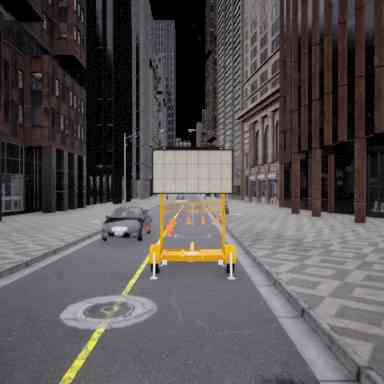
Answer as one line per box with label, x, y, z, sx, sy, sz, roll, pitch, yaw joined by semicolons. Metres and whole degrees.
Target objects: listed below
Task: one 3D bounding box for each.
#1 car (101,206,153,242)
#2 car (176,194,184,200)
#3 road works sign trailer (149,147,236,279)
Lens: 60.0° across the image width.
car;-3.065;1.474;16.420;2.128;1.511;4.902;0;0;0
car;-2.839;1.210;80.335;2.128;1.511;4.902;0;0;0
road works sign trailer;0.019;0.457;9.962;2.380;3.560;2.880;0;0;0
